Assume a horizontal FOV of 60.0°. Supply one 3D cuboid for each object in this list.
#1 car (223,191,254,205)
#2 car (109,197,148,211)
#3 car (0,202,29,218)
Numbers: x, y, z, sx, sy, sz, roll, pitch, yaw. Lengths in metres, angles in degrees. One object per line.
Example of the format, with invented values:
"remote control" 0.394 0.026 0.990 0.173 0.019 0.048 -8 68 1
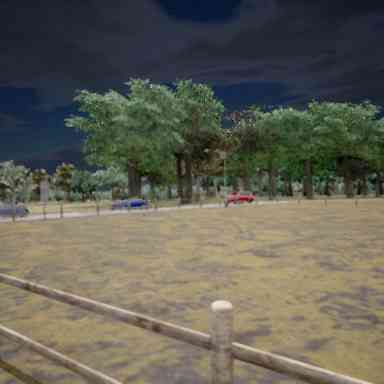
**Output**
"car" 7.650 0.953 54.179 5.566 2.045 2.150 -1 -1 -37
"car" -7.544 1.401 39.613 1.882 1.535 5.008 -2 -1 41
"car" -16.177 1.566 28.210 1.994 1.385 4.181 -2 -1 36
